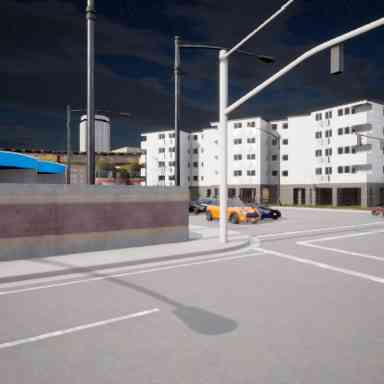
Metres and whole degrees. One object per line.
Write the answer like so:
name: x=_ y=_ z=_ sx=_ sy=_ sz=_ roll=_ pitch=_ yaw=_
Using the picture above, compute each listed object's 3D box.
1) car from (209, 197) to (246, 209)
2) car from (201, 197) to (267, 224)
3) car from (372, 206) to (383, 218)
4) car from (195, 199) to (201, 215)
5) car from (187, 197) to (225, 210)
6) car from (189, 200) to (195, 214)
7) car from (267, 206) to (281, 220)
car: x=4.785 y=1.491 z=45.506 sx=2.128 sy=1.511 sz=4.902 roll=0 pitch=0 yaw=-44
car: x=3.012 y=1.352 z=24.899 sx=2.097 sy=1.767 sz=4.553 roll=0 pitch=0 yaw=-33
car: x=17.779 y=1.564 z=28.486 sx=1.994 sy=1.385 sz=4.181 roll=0 pitch=0 yaw=-34
car: x=0.342 y=1.564 z=34.426 sx=1.994 sy=1.385 sz=4.181 roll=0 pitch=0 yaw=-40
car: x=1.805 y=1.477 z=43.565 sx=1.882 sy=1.535 sz=5.008 roll=0 pitch=0 yaw=-45
car: x=-2.583 y=1.221 z=32.614 sx=2.150 sy=2.045 sz=5.566 roll=0 pitch=0 yaw=-40
car: x=5.334 y=1.564 z=27.659 sx=1.994 sy=1.385 sz=4.181 roll=0 pitch=0 yaw=-35
